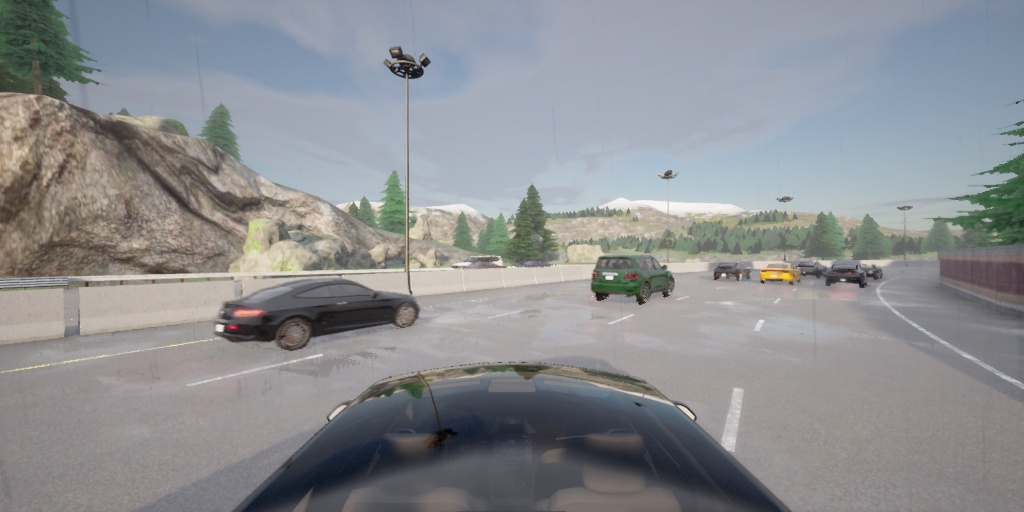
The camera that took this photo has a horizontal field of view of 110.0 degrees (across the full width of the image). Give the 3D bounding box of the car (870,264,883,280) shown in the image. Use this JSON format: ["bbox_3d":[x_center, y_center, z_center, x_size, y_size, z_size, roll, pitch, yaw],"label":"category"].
[{"bbox_3d":[30.434,1.351,30.917,4.718,1.301,1.895,0,0,-39],"label":"car"}]

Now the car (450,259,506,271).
[{"bbox_3d":[-2.606,1.227,28.695,1.882,1.535,5.008,0,0,42],"label":"car"}]

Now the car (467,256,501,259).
[{"bbox_3d":[-3.124,0.971,33.366,2.150,2.045,5.566,0,0,43],"label":"car"}]

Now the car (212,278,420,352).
[{"bbox_3d":[-4.508,1.276,9.023,1.812,1.442,4.674,0,0,35],"label":"car"}]

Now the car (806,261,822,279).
[{"bbox_3d":[27.713,1.241,33.200,4.902,1.511,2.128,0,0,-39],"label":"car"}]

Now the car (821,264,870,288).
[{"bbox_3d":[22.490,1.255,24.088,4.892,1.490,1.837,0,0,-43],"label":"car"}]

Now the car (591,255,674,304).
[{"bbox_3d":[5.685,0.972,16.601,2.150,2.045,5.566,0,0,40],"label":"car"}]

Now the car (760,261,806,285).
[{"bbox_3d":[19.769,1.228,26.330,5.008,1.535,1.882,0,0,-44],"label":"car"}]

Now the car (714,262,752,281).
[{"bbox_3d":[18.477,1.253,29.925,4.892,1.490,1.837,1,0,-43],"label":"car"}]

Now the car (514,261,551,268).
[{"bbox_3d":[2.575,1.298,44.074,5.357,1.411,2.033,0,0,-43],"label":"car"}]
